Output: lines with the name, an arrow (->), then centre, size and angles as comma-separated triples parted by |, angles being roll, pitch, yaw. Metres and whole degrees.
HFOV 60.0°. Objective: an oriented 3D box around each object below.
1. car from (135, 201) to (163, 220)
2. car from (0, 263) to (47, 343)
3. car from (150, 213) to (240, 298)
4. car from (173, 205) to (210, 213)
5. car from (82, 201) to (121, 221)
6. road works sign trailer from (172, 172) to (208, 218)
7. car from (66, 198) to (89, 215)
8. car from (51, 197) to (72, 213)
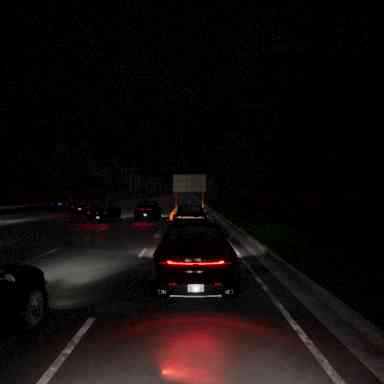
car -> -3.595, 1.504, 27.778 | 1.837, 1.490, 4.892 | 0, 0, 0
car -> -3.416, 1.490, 3.862 | 2.128, 1.511, 4.902 | 0, 0, 0
car -> 0.053, 1.505, 8.482 | 1.837, 1.490, 4.892 | 0, 0, 0
car -> -0.051, 1.488, 18.870 | 2.128, 1.511, 4.902 | 0, 0, 1
car -> -7.090, 1.600, 27.095 | 1.895, 1.301, 4.718 | 0, 0, 0
road works sign trailer -> -0.170, 0.464, 22.740 | 2.380, 3.560, 2.880 | 0, 0, -3
car -> -10.642, 1.564, 33.498 | 1.994, 1.385, 4.181 | 0, 0, 0
car -> -14.174, 1.356, 37.701 | 2.097, 1.767, 4.553 | 0, 0, 0
